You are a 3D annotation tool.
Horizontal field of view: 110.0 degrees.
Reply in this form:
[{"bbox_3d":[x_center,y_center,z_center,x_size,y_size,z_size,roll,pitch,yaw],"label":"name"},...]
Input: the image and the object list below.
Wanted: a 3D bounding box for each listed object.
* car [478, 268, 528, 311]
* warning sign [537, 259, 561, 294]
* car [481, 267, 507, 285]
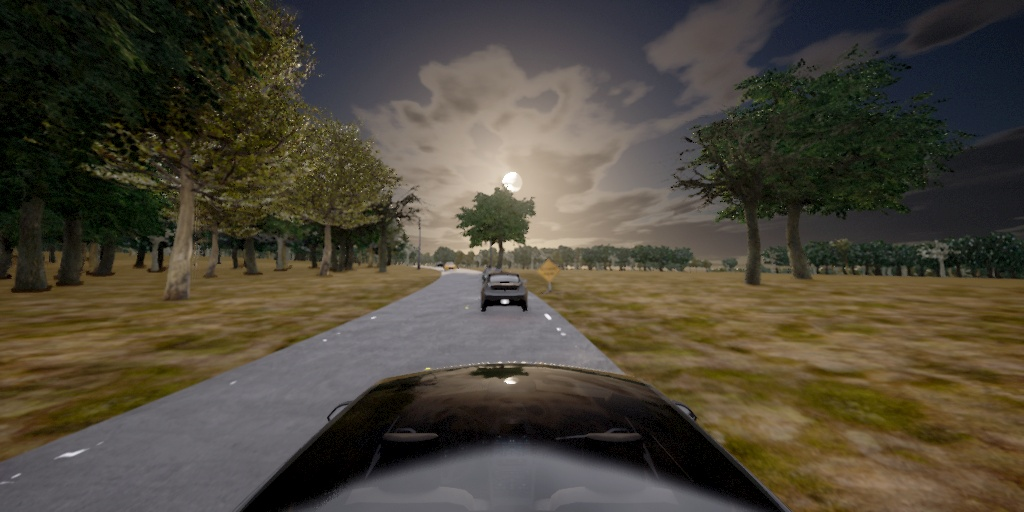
[{"bbox_3d":[-0.377,1.418,15.463,1.837,1.490,4.892,0,0,-3],"label":"car"},{"bbox_3d":[2.044,1.074,19.180,1.300,1.860,1.060,0,0,-4],"label":"warning sign"},{"bbox_3d":[-1.630,1.670,30.303,1.895,1.301,4.718,0,-1,-6],"label":"car"}]
